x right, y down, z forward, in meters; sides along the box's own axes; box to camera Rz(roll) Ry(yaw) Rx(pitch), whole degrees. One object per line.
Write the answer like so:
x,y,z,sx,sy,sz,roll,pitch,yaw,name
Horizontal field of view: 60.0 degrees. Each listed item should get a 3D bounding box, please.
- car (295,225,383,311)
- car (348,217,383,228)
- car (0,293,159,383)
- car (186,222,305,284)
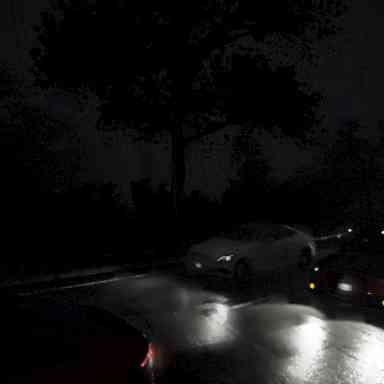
4.516,1.693,7.715,4.181,1.385,1.994,1,-1,-39,car
9.549,1.939,16.750,4.718,1.301,1.895,2,-2,-44,car
-2.296,1.587,2.433,4.181,1.385,1.994,1,-1,-37,car
1.984,1.674,10.150,4.674,1.442,1.812,1,-1,-39,car
